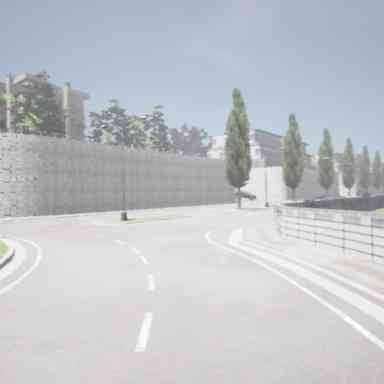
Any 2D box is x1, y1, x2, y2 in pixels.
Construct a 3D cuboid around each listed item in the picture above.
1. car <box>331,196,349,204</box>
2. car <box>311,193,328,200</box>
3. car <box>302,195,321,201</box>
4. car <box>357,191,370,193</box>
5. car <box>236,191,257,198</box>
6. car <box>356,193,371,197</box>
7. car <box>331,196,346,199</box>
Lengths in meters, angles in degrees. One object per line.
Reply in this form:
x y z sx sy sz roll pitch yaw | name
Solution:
27.319 1.427 61.226 1.994 1.385 4.181 -1 0 40 | car
29.267 1.019 76.167 2.128 1.511 4.902 -1 0 40 | car
18.048 1.459 49.985 2.128 1.511 4.902 -1 0 40 | car
38.639 0.688 74.961 2.150 2.045 5.566 -1 0 40 | car
12.521 0.797 77.378 5.566 2.045 2.150 4 3 41 | car
30.095 1.346 59.091 2.033 1.411 5.357 -1 0 40 | car
20.734 1.468 47.738 1.994 1.385 4.181 -1 0 40 | car
